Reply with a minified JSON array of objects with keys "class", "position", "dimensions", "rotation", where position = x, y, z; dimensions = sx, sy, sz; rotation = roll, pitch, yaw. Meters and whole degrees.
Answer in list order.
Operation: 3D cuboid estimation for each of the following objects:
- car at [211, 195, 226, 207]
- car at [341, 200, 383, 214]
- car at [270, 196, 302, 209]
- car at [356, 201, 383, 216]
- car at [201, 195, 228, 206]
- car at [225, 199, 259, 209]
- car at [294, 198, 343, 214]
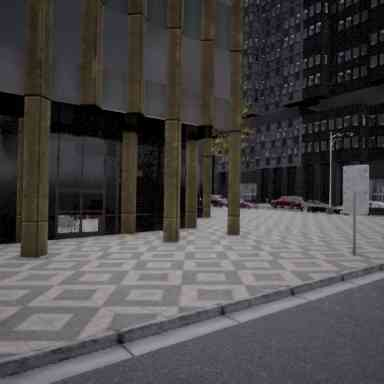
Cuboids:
[{"class":"car","position":[3.516,1.313,47.276],"dimensions":[2.192,1.841,5.009],"rotation":[1,-1,-35]},{"class":"car","position":[20.034,1.708,38.733],"dimensions":[2.008,1.369,4.403],"rotation":[1,-1,-35]},{"class":"car","position":[13.653,1.488,47.724],"dimensions":[2.192,1.841,5.009],"rotation":[1,-1,-35]},{"class":"car","position":[16.284,1.518,29.295],"dimensions":[2.008,1.369,4.403],"rotation":[1,-1,-35]},{"class":"car","position":[4.076,1.513,61.206],"dimensions":[2.192,1.841,5.009],"rotation":[1,-1,-35]},{"class":"car","position":[6.705,1.571,42.778],"dimensions":[1.802,1.307,4.206],"rotation":[1,-1,-35]},{"class":"car","position":[13.091,1.540,33.790],"dimensions":[1.947,1.339,4.313],"rotation":[1,-1,-35]}]
